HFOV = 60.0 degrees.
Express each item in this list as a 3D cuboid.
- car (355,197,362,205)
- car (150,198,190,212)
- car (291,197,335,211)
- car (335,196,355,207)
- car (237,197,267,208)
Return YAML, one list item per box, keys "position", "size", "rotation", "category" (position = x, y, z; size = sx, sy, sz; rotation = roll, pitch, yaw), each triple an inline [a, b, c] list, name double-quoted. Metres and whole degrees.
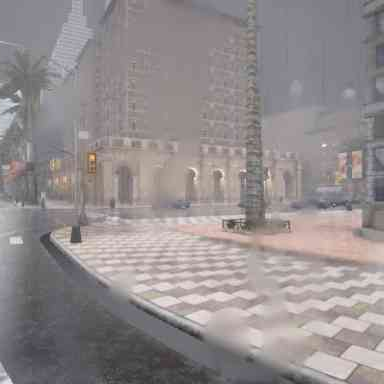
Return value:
- position: [26.751, 1.508, 56.366]
  size: [4.892, 1.490, 1.837]
  rotation: [1, 0, -30]
  category: "car"
- position: [-2.576, 1.491, 39.399]
  size: [4.902, 1.511, 2.128]
  rotation: [0, 0, -28]
  category: "car"
- position: [14.722, 1.547, 41.085]
  size: [5.357, 1.411, 2.033]
  rotation: [0, 0, -30]
  category: "car"
- position: [21.102, 1.492, 48.934]
  size: [4.902, 1.511, 2.128]
  rotation: [0, 0, -30]
  category: "car"
- position: [8.268, 1.563, 45.666]
  size: [4.181, 1.385, 1.994]
  rotation: [0, 0, -30]
  category: "car"
